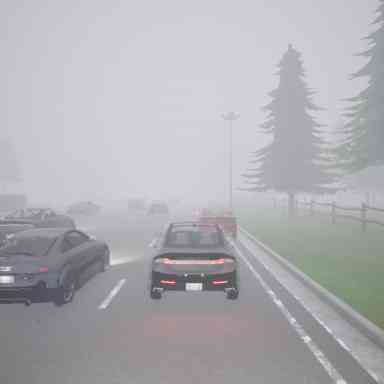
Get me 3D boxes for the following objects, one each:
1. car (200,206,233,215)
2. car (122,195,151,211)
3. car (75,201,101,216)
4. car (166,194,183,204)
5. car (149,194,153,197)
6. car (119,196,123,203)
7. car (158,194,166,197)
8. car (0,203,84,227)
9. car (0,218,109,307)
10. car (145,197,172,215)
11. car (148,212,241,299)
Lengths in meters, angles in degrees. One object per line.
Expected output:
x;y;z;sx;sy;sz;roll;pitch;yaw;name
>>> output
1.238;1.478;17.749;1.882;1.535;5.008;0;0;0;car
-6.870;1.491;41.817;2.128;1.511;4.902;0;0;0;car
-10.376;1.547;32.177;2.033;1.411;5.357;0;0;0;car
-3.354;1.492;64.819;2.128;1.511;4.902;0;0;0;car
-10.441;1.478;73.893;1.882;1.535;5.008;0;0;0;car
-13.877;1.501;69.618;2.128;1.511;4.902;0;0;0;car
-6.938;1.552;86.695;1.994;1.385;4.181;0;0;0;car
-6.888;1.491;15.062;2.128;1.511;4.902;0;0;0;car
-3.394;1.564;8.070;1.994;1.385;4.181;0;0;0;car
-3.389;1.525;34.475;1.812;1.442;4.674;0;0;0;car
0.058;1.492;8.408;2.128;1.511;4.902;0;0;0;car
